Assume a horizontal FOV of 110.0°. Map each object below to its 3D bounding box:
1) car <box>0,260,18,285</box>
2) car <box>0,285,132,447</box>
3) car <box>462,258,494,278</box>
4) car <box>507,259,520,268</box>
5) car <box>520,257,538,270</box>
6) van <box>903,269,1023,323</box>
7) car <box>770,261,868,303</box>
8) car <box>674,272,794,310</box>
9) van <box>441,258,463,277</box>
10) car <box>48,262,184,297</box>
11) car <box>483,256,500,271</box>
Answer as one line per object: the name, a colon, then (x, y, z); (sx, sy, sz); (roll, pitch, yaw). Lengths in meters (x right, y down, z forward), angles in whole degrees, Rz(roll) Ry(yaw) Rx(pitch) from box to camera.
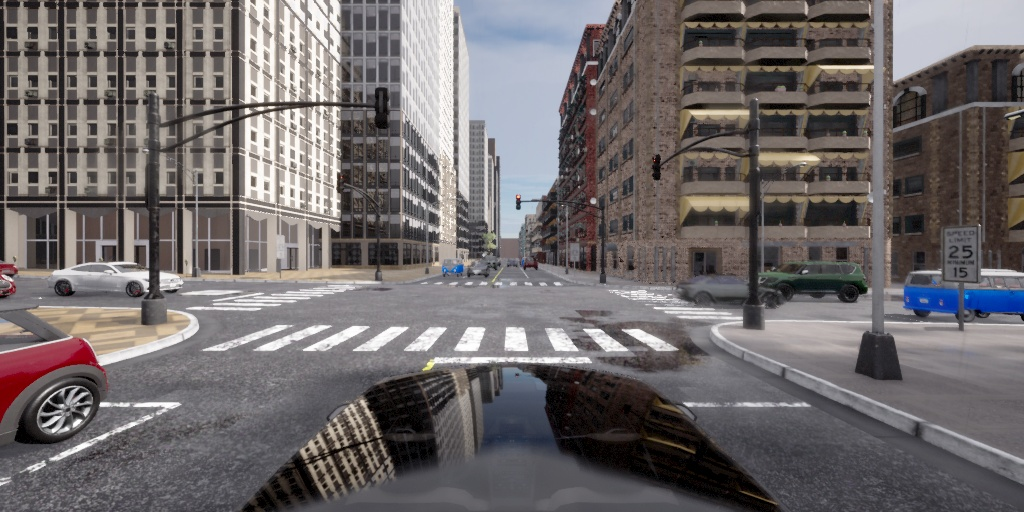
car: (-21.154, 0.818, 13.128); (4.097, 1.591, 1.967); (0, 0, 0)
car: (-5.691, 1.190, 2.369); (1.967, 1.591, 4.097); (0, 0, 0)
car: (-3.120, 1.247, 33.977); (2.128, 1.511, 4.902); (0, 0, 0)
car: (0.062, 1.373, 63.712); (1.895, 1.301, 4.718); (0, 0, 0)
car: (2.661, 1.079, 51.502); (2.192, 1.841, 5.009); (0, 0, 0)
van: (16.905, 1.453, 13.099); (3.998, 1.789, 1.690); (0, 0, 0)
car: (15.449, 1.297, 19.020); (5.566, 2.045, 2.150); (1, 0, 0)
car: (9.526, 1.529, 15.940); (4.181, 1.385, 1.994); (1, 0, 4)
van: (-5.710, 1.097, 34.843); (1.690, 1.789, 3.998); (0, 0, 0)
car: (-17.274, 0.975, 15.724); (4.674, 1.442, 1.812); (1, 0, -2)
car: (-3.126, 0.982, 49.339); (2.150, 2.045, 5.566); (0, 0, 0)
